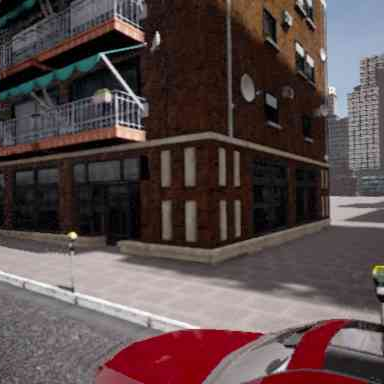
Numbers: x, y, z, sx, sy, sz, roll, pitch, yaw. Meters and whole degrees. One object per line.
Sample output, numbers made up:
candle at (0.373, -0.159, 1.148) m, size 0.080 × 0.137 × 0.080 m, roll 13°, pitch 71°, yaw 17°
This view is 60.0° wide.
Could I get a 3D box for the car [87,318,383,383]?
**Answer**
car at (1.019, 1.584, 2.164) m, size 4.206 × 1.307 × 1.802 m, roll 0°, pitch -1°, yaw 36°
